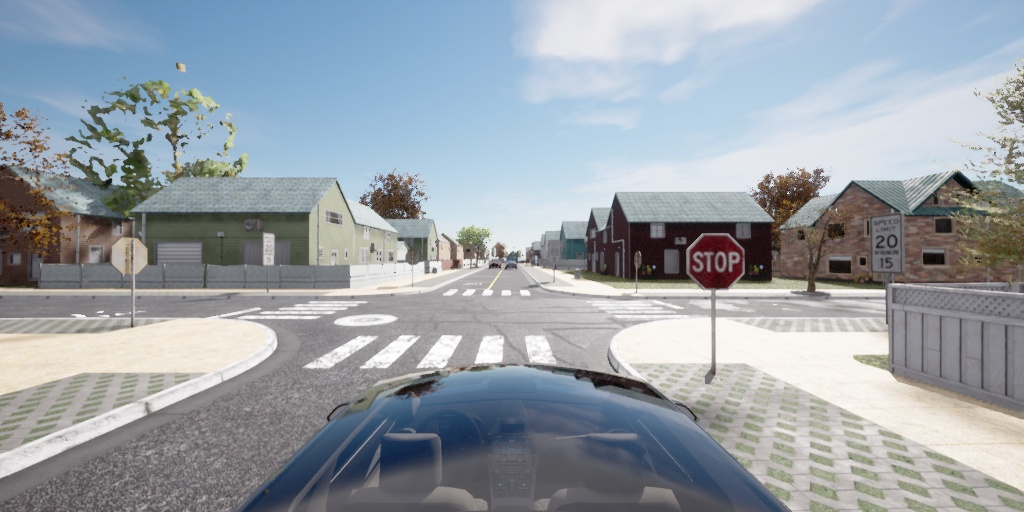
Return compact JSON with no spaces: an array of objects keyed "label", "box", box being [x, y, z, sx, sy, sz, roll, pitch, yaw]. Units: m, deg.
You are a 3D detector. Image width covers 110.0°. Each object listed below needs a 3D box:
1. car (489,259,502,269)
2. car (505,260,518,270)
[{"label":"car","box":[-2.876,1.286,61.894,2.097,1.767,4.553,0,0,0]},{"label":"car","box":[-0.117,1.431,57.283,1.812,1.442,4.674,0,0,0]}]
